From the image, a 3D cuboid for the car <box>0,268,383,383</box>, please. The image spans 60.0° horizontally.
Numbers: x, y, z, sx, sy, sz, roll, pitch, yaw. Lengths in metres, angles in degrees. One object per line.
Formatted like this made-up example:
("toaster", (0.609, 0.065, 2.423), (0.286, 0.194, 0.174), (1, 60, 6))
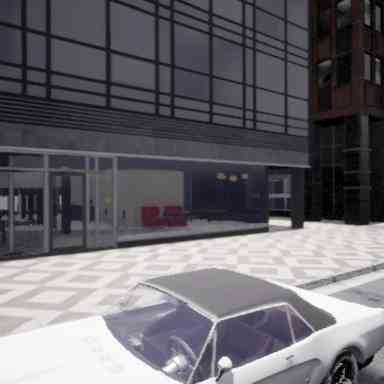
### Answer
("car", (-0.095, 1.596, 3.312), (4.718, 1.301, 1.895), (0, 0, -36))
